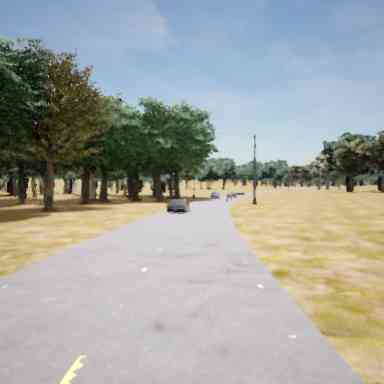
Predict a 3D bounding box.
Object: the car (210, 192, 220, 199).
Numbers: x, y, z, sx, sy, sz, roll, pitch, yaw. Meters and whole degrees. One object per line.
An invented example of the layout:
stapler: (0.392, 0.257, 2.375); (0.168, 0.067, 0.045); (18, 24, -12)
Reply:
car: (5.157, 0.683, 73.928); (1.882, 1.535, 5.008); (1, 1, 12)

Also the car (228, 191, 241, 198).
car: (10.025, 0.593, 82.026); (2.128, 1.511, 4.902); (1, 1, 14)

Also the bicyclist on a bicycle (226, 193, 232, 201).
bicyclist on a bicycle: (6.407, 0.981, 60.636); (0.582, 1.620, 1.656); (1, 1, 10)

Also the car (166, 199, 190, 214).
car: (-1.350, 1.416, 33.479); (1.895, 1.301, 4.718); (0, 1, 6)
